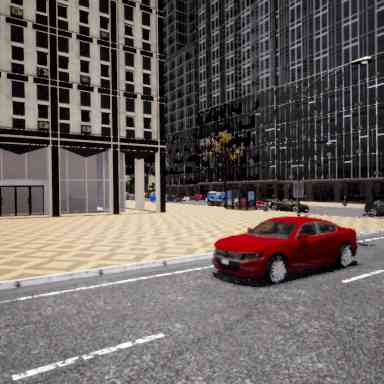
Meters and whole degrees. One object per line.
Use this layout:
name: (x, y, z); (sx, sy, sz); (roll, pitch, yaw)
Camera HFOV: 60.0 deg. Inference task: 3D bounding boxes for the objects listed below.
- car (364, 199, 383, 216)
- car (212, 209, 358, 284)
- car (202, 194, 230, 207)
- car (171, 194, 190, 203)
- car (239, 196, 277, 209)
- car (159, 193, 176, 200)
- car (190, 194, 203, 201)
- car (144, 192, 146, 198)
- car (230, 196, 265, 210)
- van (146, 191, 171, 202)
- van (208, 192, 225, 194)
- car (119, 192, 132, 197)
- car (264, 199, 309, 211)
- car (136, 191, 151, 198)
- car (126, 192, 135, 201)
car: (17.717, 1.398, 29.066); (1.837, 1.490, 4.892); (-1, 1, -37)
car: (2.854, 1.474, 9.739); (5.008, 1.535, 1.882); (0, 0, -36)
car: (3.764, 1.319, 44.291); (1.947, 1.339, 4.313); (0, 1, -35)
car: (-2.921, 1.072, 58.725); (1.837, 1.490, 4.892); (-1, 1, -34)
car: (8.293, 1.254, 42.371); (1.837, 1.490, 4.892); (-1, 1, -34)
car: (-5.433, 0.935, 72.468); (1.802, 1.307, 4.206); (0, 1, -35)
car: (1.023, 1.043, 63.112); (1.802, 1.307, 4.206); (0, 1, -35)
car: (-8.662, 0.614, 77.143); (2.192, 1.841, 5.009); (0, 1, -35)
car: (6.944, 1.388, 39.581); (1.802, 1.307, 4.206); (0, 1, -35)
van: (-5.875, 0.937, 58.351); (1.690, 1.788, 3.998); (0, 1, -35)
van: (4.250, 0.855, 58.431); (1.690, 1.788, 3.998); (0, 1, -35)
car: (-18.345, 0.688, 91.179); (2.008, 1.369, 4.403); (0, 1, -35)
car: (10.158, 1.424, 34.891); (1.947, 1.339, 4.313); (-1, 1, -35)
car: (-11.890, 0.685, 81.822); (1.967, 1.590, 4.097); (0, 1, -35)
car: (-12.331, 1.039, 67.710); (2.008, 1.369, 4.403); (0, 1, -35)
